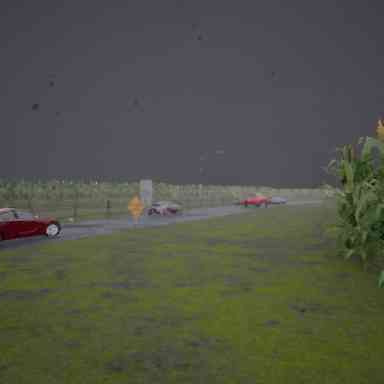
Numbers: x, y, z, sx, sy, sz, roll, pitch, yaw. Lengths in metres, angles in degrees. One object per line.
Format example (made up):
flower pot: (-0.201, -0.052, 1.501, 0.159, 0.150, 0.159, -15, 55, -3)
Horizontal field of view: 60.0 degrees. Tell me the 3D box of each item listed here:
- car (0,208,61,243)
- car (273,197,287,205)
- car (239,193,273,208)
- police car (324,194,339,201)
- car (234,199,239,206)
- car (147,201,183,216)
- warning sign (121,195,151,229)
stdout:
car: (-8.309, 1.470, 15.199, 1.882, 1.535, 5.008, -1, 0, 23)
car: (14.666, 1.501, 56.847, 1.994, 1.385, 4.181, 1, 0, 34)
car: (9.263, 1.169, 47.778, 2.150, 2.045, 5.566, 1, 0, 32)
police car: (32.882, 1.348, 78.092, 1.930, 1.638, 5.238, 1, 1, 44)
car: (7.986, 1.480, 51.246, 1.994, 1.385, 4.181, 1, 0, 30)
car: (-2.550, 1.506, 31.429, 1.994, 1.385, 4.181, 1, 0, 28)
warning sign: (-3.198, 1.125, 19.132, 1.300, 1.860, 1.060, 1, 0, 29)
